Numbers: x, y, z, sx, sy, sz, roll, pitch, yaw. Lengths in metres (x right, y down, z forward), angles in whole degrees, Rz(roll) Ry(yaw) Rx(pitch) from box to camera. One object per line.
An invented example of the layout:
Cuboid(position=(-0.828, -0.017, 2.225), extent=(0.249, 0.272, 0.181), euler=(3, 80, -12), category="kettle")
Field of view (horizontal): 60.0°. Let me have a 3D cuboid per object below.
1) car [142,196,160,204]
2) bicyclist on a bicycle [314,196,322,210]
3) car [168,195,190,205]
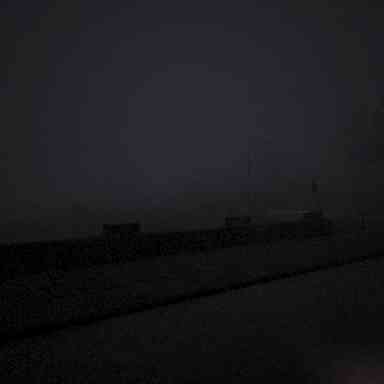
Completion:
Cuboid(position=(-8.175, 1.478, 65.455), extent=(1.882, 1.535, 5.008), euler=(0, 0, -36), category="car")
Cuboid(position=(15.190, 1.349, 40.104), extent=(1.656, 1.620, 0.582), euler=(0, 0, -36), category="bicyclist on a bicycle")
Cuboid(position=(-2.302, 1.352, 57.303), extent=(2.097, 1.767, 4.553), euler=(0, 0, -35), category="car")
